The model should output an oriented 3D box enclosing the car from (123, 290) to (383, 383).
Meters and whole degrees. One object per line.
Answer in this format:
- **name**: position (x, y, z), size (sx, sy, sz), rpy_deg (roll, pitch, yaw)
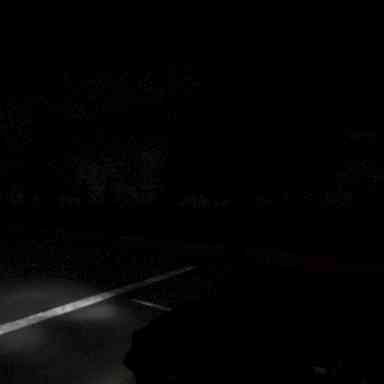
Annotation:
- **car**: position (1.632, 1.600, 2.806), size (4.718, 1.301, 1.895), rpy_deg (0, 0, 36)
